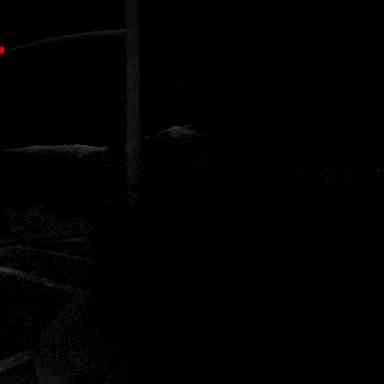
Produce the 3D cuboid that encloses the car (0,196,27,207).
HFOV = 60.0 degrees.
[{"bbox_3d":[-27.129,1.451,50.446,5.027,1.636,2.152,0,0,35],"label":"car"}]

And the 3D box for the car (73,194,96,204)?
[{"bbox_3d":[-19.689,1.269,60.854,3.866,1.878,1.905,0,0,35],"label":"car"}]

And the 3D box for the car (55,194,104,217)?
[{"bbox_3d":[-10.325,1.269,30.533,3.866,1.878,1.905,0,0,35],"label":"car"}]

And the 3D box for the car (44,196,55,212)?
[{"bbox_3d":[-14.814,1.312,37.783,4.605,1.855,1.932,0,0,35],"label":"car"}]

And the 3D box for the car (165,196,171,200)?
[{"bbox_3d":[-3.110,1.379,71.756,3.806,1.475,1.970,0,0,35],"label":"car"}]

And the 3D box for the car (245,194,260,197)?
[{"bbox_3d":[11.988,1.210,60.780,5.027,1.636,2.152,0,0,35],"label":"car"}]

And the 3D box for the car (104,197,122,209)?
[{"bbox_3d":[-7.892,1.522,32.883,3.806,1.475,1.970,0,0,35],"label":"car"}]

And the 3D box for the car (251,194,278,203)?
[{"bbox_3d":[13.770,1.194,63.363,4.514,1.523,2.007,0,0,35],"label":"car"}]

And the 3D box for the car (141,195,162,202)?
[{"bbox_3d":[-6.989,1.406,47.503,4.514,1.523,2.007,0,0,35],"label":"car"}]

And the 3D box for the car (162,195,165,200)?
[{"bbox_3d":[-7.413,1.391,78.496,3.633,1.501,1.845,0,0,35],"label":"car"}]

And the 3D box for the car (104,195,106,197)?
[{"bbox_3d":[-18.335,1.268,63.458,4.605,1.855,1.932,0,0,35],"label":"car"}]

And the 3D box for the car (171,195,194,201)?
[{"bbox_3d":[-1.143,1.345,55.607,3.633,1.501,1.845,0,0,35],"label":"car"}]
